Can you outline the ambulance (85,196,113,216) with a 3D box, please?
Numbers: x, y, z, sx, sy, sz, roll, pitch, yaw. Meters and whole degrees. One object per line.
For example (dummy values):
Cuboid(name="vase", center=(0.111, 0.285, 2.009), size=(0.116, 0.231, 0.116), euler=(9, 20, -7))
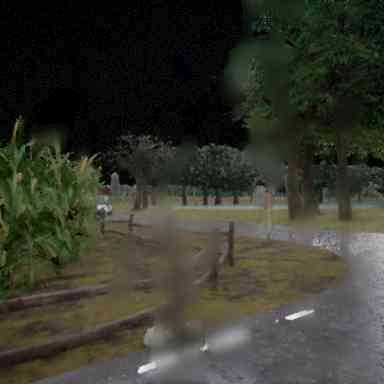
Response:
Cuboid(name="ambulance", center=(-12.159, 1.761, 42.604), size=(2.351, 2.431, 6.366), euler=(0, -1, -35))
